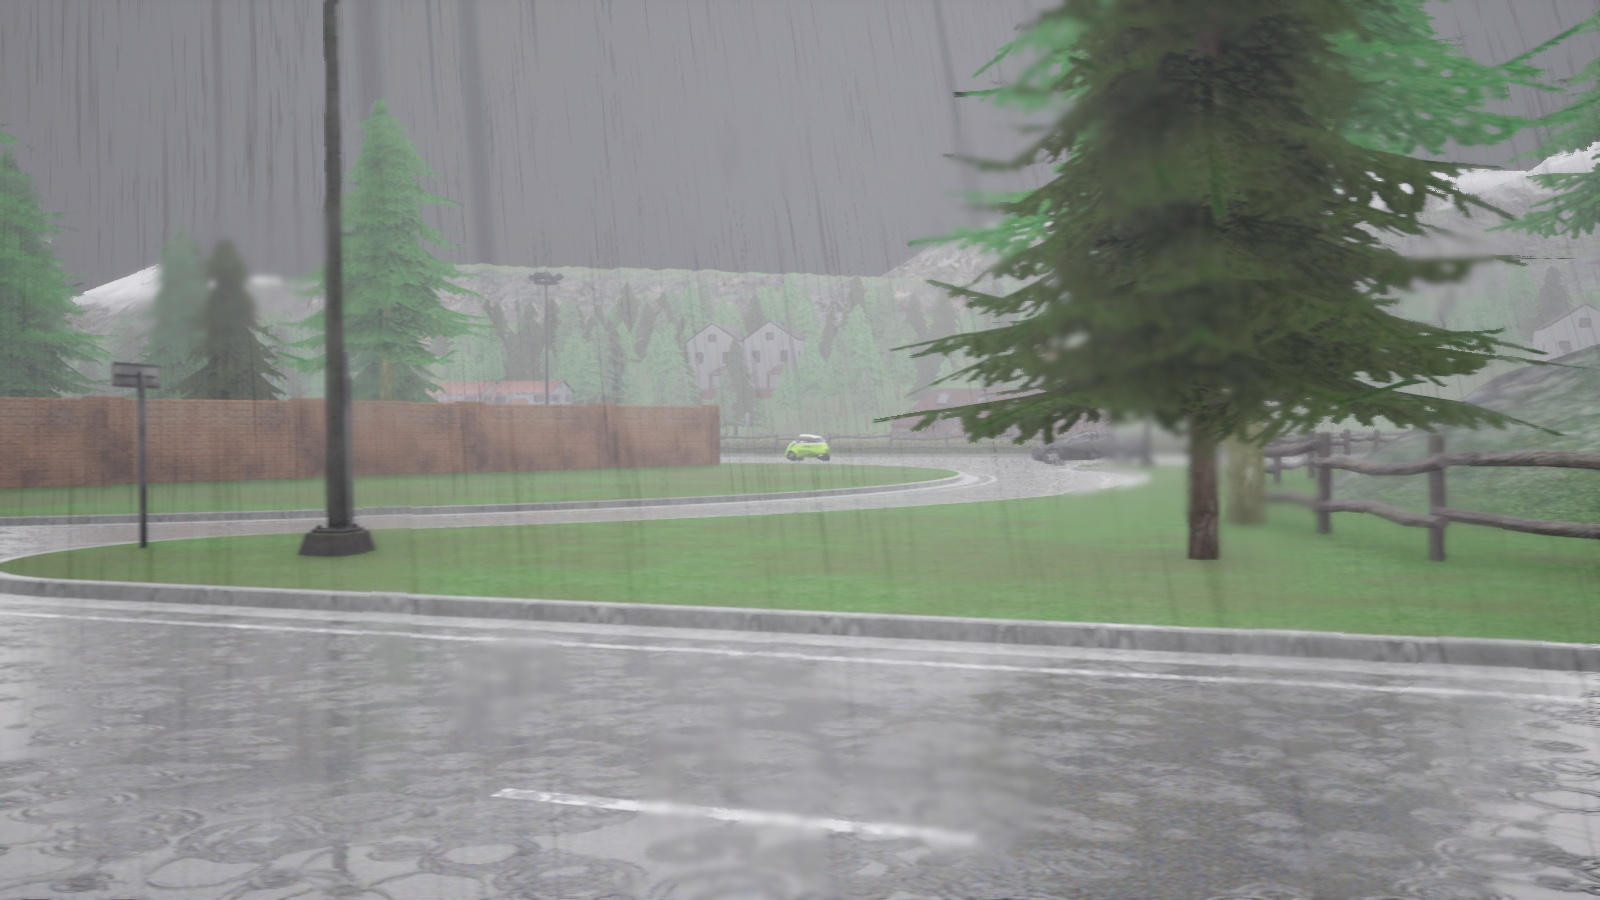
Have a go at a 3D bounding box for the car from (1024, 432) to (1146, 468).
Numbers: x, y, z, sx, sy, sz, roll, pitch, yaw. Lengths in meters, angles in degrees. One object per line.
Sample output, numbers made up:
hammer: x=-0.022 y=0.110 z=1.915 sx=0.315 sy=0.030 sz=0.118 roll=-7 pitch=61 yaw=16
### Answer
car: x=12.289 y=-0.023 z=54.051 sx=4.902 sy=1.511 sz=2.128 roll=0 pitch=1 yaw=19

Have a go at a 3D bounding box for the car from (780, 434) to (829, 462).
car: x=0.252 y=-0.121 z=65.530 sx=2.207 sy=1.376 sz=1.481 roll=1 pitch=1 yaw=19
